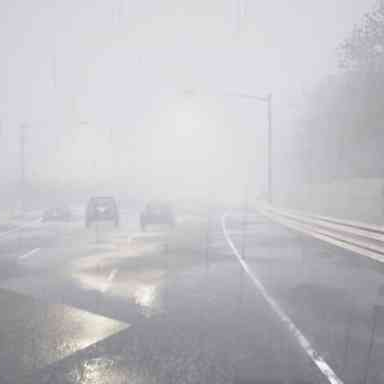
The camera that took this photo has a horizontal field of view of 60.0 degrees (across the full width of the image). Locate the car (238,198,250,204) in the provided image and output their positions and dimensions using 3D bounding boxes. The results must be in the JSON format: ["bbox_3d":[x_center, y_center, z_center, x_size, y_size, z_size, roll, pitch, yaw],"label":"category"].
[{"bbox_3d":[11.896,2.147,78.503,2.128,1.511,4.902,0,-3,15],"label":"car"}]

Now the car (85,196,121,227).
[{"bbox_3d":[-6.217,1.267,23.403,2.150,2.045,5.566,0,0,-13],"label":"car"}]

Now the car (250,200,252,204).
[{"bbox_3d":[14.628,2.506,88.537,2.097,1.767,4.553,0,-4,16],"label":"car"}]

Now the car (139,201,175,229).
[{"bbox_3d":[-2.468,1.374,22.367,2.097,1.767,4.553,0,0,-11],"label":"car"}]

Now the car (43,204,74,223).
[{"bbox_3d":[-10.739,1.639,26.928,1.994,1.385,4.181,0,0,-14],"label":"car"}]
